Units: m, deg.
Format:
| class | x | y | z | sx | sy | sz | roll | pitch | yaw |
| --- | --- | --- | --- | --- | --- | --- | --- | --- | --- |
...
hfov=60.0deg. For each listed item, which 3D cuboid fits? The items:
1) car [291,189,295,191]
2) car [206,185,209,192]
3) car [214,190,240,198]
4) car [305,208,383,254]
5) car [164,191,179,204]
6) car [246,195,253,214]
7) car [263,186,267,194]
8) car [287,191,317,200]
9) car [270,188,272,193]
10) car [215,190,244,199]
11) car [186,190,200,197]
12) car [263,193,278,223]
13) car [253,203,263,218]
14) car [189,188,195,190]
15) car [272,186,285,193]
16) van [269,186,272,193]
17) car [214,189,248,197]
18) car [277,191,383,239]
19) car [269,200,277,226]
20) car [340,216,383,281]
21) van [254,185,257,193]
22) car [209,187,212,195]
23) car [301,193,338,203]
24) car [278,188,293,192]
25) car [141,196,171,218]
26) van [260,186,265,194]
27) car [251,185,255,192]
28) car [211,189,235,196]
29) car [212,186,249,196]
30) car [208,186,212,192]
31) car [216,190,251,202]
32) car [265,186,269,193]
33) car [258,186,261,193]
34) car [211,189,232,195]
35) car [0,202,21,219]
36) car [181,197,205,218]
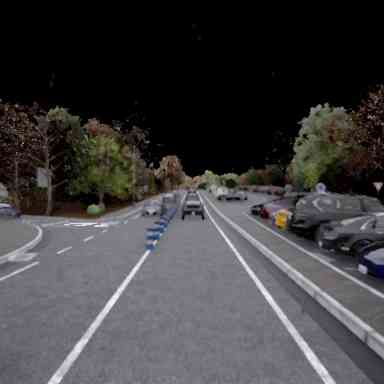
| class | x | y | z | sx | sy | sz | roll | pitch | yaw |
| --- | --- | --- | --- | --- | --- | --- | --- | --- | --- |
| car | 19.861 | 0.753 | 57.420 | 4.792 | 1.488 | 2.163 | 0 | 2 | 0 |
| car | 7.077 | -0.390 | 93.594 | 4.792 | 1.488 | 2.163 | 0 | 2 | 0 |
| car | 6.885 | 0.434 | 65.856 | 4.892 | 1.521 | 2.231 | 0 | 2 | 0 |
| car | 6.675 | 1.438 | 11.011 | 4.892 | 1.521 | 2.231 | 0 | 1 | 1 |
| car | -3.335 | 0.936 | 49.026 | 1.812 | 1.442 | 4.674 | 0 | 2 | 0 |
| car | 6.778 | 1.128 | 24.940 | 4.792 | 1.488 | 2.163 | 0 | 2 | 1 |
| car | 20.101 | -0.013 | 79.559 | 4.792 | 1.488 | 2.163 | 0 | 2 | 0 |
| car | 19.910 | 0.665 | 60.189 | 4.674 | 1.452 | 2.002 | 0 | 2 | 0 |
| car | 19.975 | 0.262 | 71.260 | 4.792 | 1.488 | 2.163 | 0 | 2 | 0 |
| car | 7.042 | 0.528 | 63.080 | 5.366 | 1.575 | 1.946 | 0 | 2 | 0 |
| car | 0.088 | 0.907 | 48.862 | 2.128 | 1.511 | 4.902 | 0 | 2 | 0 |
| car | 6.788 | 1.128 | 19.368 | 4.553 | 1.767 | 2.185 | 0 | 1 | 1 |
| car | 6.811 | 1.206 | 22.157 | 4.792 | 1.488 | 2.163 | 0 | 2 | 1 |
| car | 0.023 | -0.047 | 75.802 | 2.097 | 1.767 | 4.553 | 0 | 2 | 0 |
| car | 20.009 | 0.079 | 68.482 | 5.566 | 2.045 | 2.435 | 0 | 2 | 0 |
| van | 20.144 | -0.094 | 74.143 | 4.442 | 1.987 | 1.878 | 0 | 2 | 0 |
| car | 6.816 | 0.728 | 57.533 | 5.008 | 1.535 | 2.097 | 0 | 2 | 0 |
| car | 6.735 | 1.134 | 13.795 | 5.566 | 2.045 | 2.435 | 0 | 1 | 1 |
| car | 6.726 | 1.324 | 16.593 | 5.008 | 1.535 | 2.097 | 0 | 1 | 1 |
| car | 6.627 | 1.508 | 8.233 | 4.792 | 1.488 | 2.163 | 0 | 1 | 1 |
| van | 20.046 | -0.574 | 90.627 | 4.442 | 1.987 | 1.878 | 0 | 2 | 0 |
| car | 6.716 | 0.331 | 68.632 | 5.366 | 1.575 | 1.946 | 0 | 2 | 0 |
| car | 19.841 | 0.915 | 52.006 | 5.008 | 1.535 | 2.097 | 0 | 2 | 0 |
| car | 19.750 | 0.524 | 62.957 | 5.366 | 1.575 | 1.946 | 0 | 2 | 0 |
| car | -3.354 | 1.405 | 29.715 | 2.128 | 1.511 | 4.902 | 0 | 1 | 0 |
| van | 19.986 | -0.348 | 82.304 | 4.442 | 1.987 | 1.878 | 0 | 2 | 0 |
| car | 20.157 | -0.673 | 93.394 | 5.566 | 2.045 | 2.435 | 0 | 2 | 0 |
| car | 7.155 | 0.044 | 76.949 | 5.366 | 1.575 | 1.946 | 0 | 2 | 0 |
| car | 6.862 | 0.378 | 60.298 | 5.566 | 2.045 | 2.435 | 0 | 2 | 0 |
| car | 6.763 | 0.132 | 74.301 | 5.366 | 1.575 | 1.946 | 0 | 2 | 0 |
| car | 6.759 | 0.856 | 54.760 | 4.792 | 1.488 | 2.163 | 0 | 2 | 0 |
| car | 20.079 | 0.069 | 76.921 | 4.792 | 1.488 | 2.163 | 0 | 2 | 0 |
| car | 20.122 | -0.200 | 85.094 | 5.008 | 1.535 | 2.097 | 0 | 2 | 0 |
| car | 6.987 | -0.038 | 79.717 | 4.892 | 1.521 | 2.231 | 0 | 2 | 0 |
| car | -17.265 | 1.612 | 29.722 | 4.674 | 1.442 | 1.812 | 0 | -2 | 32 |
| car | 0.092 | 1.427 | 28.758 | 1.837 | 1.490 | 4.892 | 0 | 1 | 0 |
